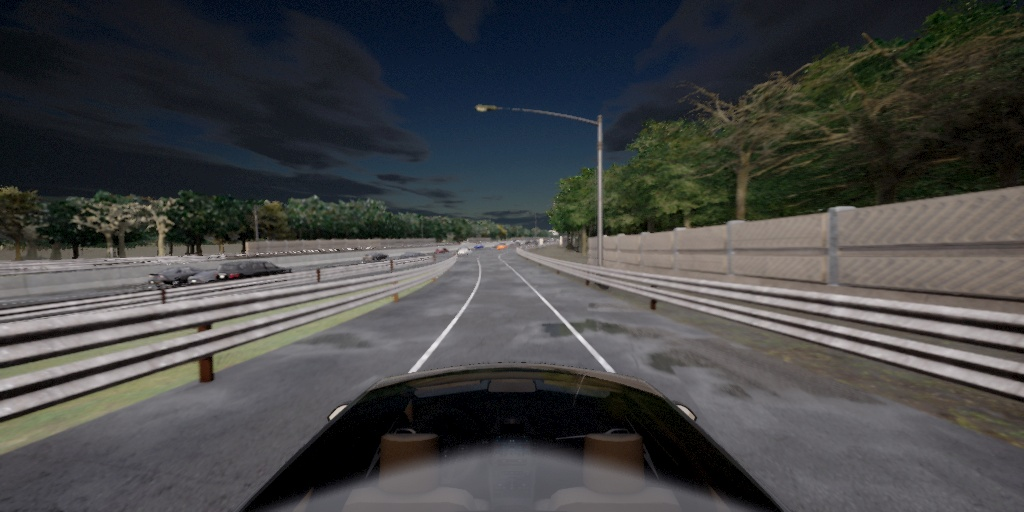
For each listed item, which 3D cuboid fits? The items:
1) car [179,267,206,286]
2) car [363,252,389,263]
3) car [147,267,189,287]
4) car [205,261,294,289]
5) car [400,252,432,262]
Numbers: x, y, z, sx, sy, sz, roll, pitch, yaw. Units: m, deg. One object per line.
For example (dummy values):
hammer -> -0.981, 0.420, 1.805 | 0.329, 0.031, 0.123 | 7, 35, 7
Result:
car -> -23.226, 1.733, 28.643 | 1.994, 1.385, 4.181 | 0, 3, 13
car -> -20.717, 0.154, 54.776 | 2.128, 1.511, 4.902 | 0, 3, 13
car -> -26.634, 1.646, 29.440 | 2.128, 1.511, 4.902 | 0, 3, 13
car -> -19.811, 1.393, 27.868 | 2.150, 2.045, 5.566 | 0, 3, 13
car -> -13.900, 0.241, 53.183 | 2.033, 1.411, 5.357 | 0, 3, 13
